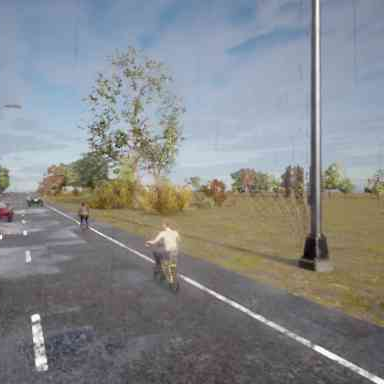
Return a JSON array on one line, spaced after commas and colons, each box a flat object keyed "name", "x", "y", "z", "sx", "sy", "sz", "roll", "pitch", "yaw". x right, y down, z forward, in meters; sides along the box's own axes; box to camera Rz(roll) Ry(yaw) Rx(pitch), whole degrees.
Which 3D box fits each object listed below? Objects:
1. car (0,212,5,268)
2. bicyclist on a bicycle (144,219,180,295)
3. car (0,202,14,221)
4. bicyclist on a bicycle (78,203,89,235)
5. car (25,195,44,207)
[{"name": "car", "x": -5.367, "y": 1.462, "z": 7.306, "sx": 1.882, "sy": 1.535, "sz": 5.008, "roll": 0, "pitch": 0, "yaw": -27}, {"name": "bicyclist on a bicycle", "x": -0.616, "y": 1.408, "z": 7.606, "sx": 0.866, "sy": 1.612, "sz": 1.509, "roll": 0, "pitch": 0, "yaw": -27}, {"name": "car", "x": -14.792, "y": 1.467, "z": 25.495, "sx": 1.812, "sy": 1.442, "sz": 4.674, "roll": 0, "pitch": 0, "yaw": -27}, {"name": "bicyclist on a bicycle", "x": -5.628, "y": 1.400, "z": 17.302, "sx": 0.582, "sy": 1.620, "sz": 1.656, "roll": 0, "pitch": 0, "yaw": -27}, {"name": "car", "x": -23.702, "y": 1.223, "z": 50.298, "sx": 2.097, "sy": 1.767, "sz": 4.553, "roll": 0, "pitch": 0, "yaw": -27}]
